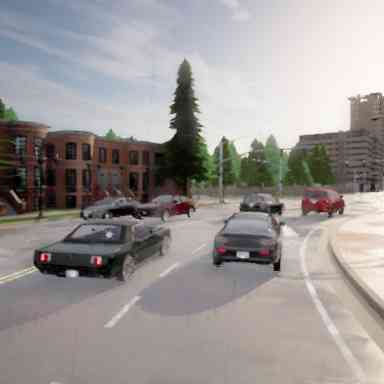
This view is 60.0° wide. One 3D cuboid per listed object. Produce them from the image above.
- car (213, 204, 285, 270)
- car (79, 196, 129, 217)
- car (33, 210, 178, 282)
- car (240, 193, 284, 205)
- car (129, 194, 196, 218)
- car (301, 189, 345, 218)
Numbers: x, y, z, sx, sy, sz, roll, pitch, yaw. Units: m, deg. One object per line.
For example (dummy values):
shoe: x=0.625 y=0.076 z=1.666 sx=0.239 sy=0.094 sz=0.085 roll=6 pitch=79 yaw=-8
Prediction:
car: x=1.874 y=1.339 z=10.376 sx=1.812 sy=1.442 sz=4.674 roll=0 pitch=1 yaw=16
car: x=-5.119 y=1.055 z=21.646 sx=2.128 sy=1.511 sz=4.902 roll=1 pitch=1 yaw=26
car: x=-2.039 y=1.413 z=9.242 sx=1.895 sy=1.301 sz=4.718 roll=1 pitch=1 yaw=13
car: x=5.281 y=0.917 z=24.719 sx=2.097 sy=1.767 sz=4.553 roll=1 pitch=1 yaw=34
car: x=-1.518 y=0.877 z=21.072 sx=1.882 sy=1.535 sz=5.008 roll=1 pitch=1 yaw=28
car: x=10.210 y=0.793 z=25.775 sx=2.150 sy=2.045 sz=5.566 roll=1 pitch=1 yaw=36
